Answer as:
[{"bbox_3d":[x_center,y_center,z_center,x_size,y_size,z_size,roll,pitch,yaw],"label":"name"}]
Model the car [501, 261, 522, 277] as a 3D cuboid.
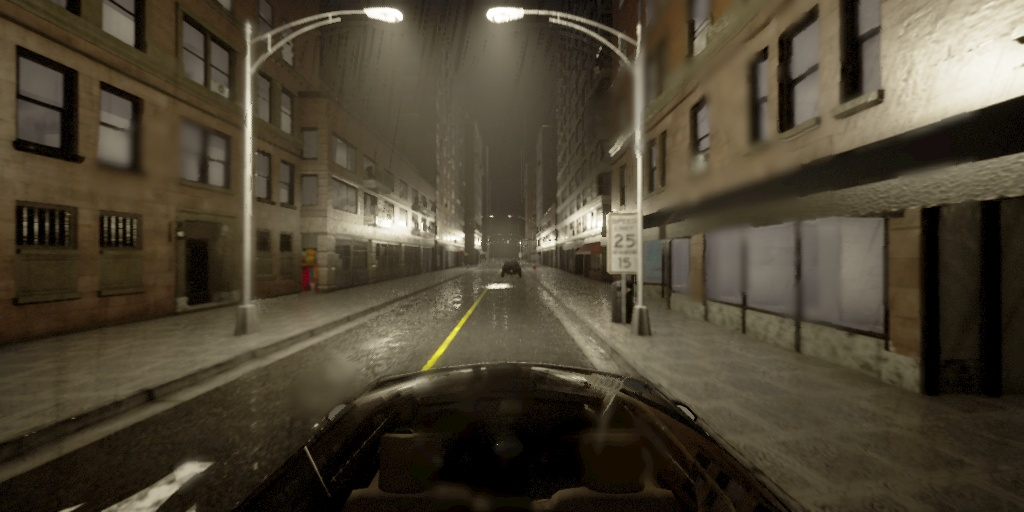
[{"bbox_3d":[-0.019,1.231,35.092,1.882,1.535,5.008,0,0,0],"label":"car"}]
